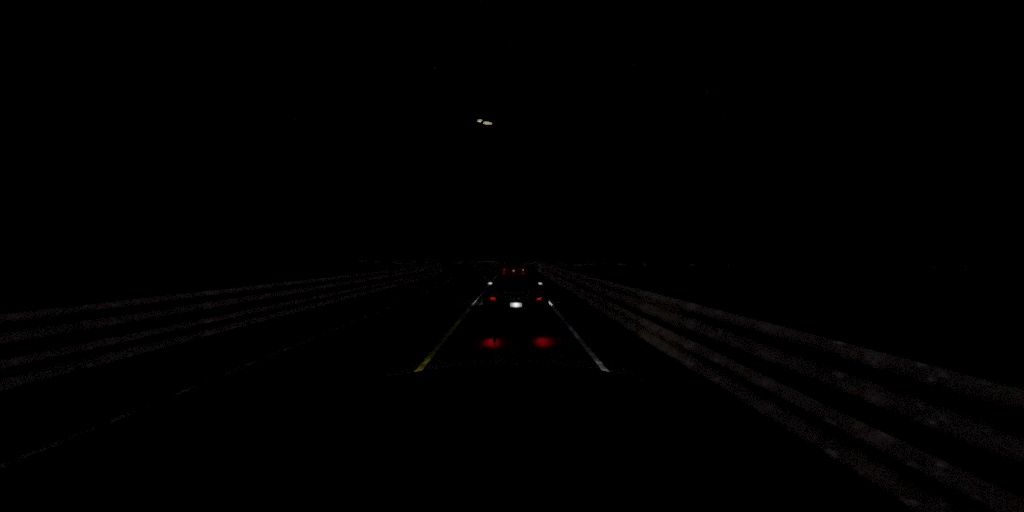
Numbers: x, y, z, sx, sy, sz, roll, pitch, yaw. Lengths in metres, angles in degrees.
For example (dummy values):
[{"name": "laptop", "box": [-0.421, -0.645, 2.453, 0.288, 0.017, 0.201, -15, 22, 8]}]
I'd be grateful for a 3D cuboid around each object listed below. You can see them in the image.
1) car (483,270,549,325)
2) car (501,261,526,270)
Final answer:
[{"name": "car", "box": [0.112, 1.336, 11.978, 1.994, 1.385, 4.181, 0, 0, 0]}, {"name": "car", "box": [0.135, 1.219, 31.020, 2.097, 1.767, 4.553, 1, -1, 0]}]
